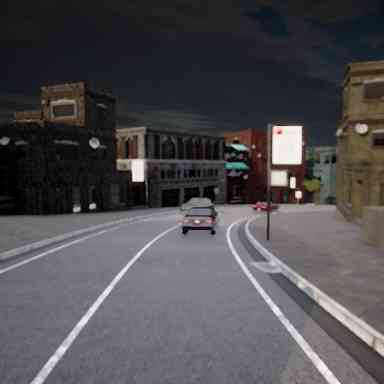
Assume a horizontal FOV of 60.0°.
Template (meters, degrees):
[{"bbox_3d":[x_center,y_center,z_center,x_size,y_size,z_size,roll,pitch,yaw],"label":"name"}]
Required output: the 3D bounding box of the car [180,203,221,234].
[{"bbox_3d":[0.606,1.578,19.530,2.033,1.411,5.357,0,0,8],"label":"car"}]

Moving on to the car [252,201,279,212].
[{"bbox_3d":[9.297,1.821,41.464,1.895,1.301,4.718,3,1,35],"label":"car"}]

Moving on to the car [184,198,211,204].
[{"bbox_3d":[0.537,1.356,32.983,2.097,1.767,4.553,2,1,24],"label":"car"}]
